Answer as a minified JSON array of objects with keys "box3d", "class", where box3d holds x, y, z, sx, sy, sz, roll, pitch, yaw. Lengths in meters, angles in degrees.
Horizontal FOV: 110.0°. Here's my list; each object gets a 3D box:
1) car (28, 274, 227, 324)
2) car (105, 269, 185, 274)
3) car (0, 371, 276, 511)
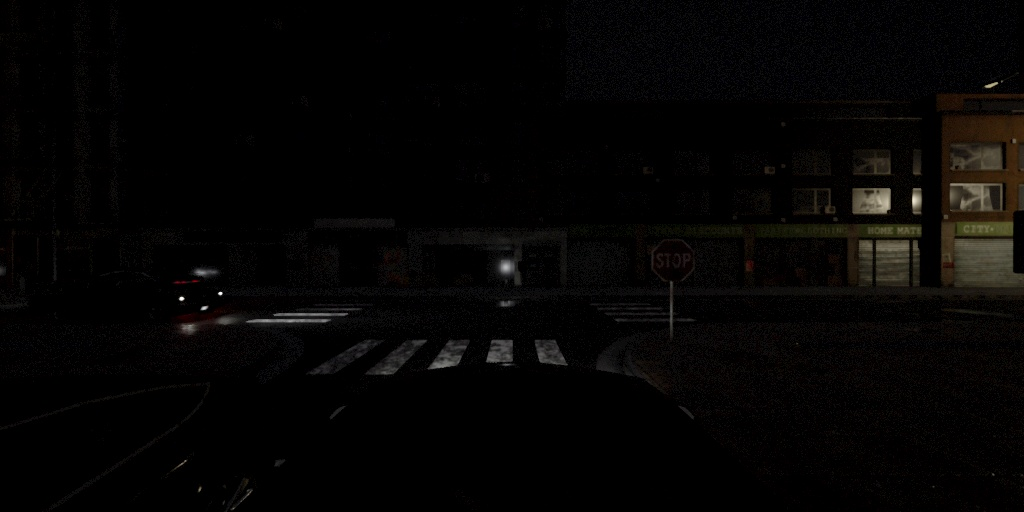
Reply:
[{"box3d":[-12.172,1.380,11.624,4.718,1.301,1.895,0,0,0],"class":"car"},{"box3d":[-15.375,1.271,14.597,4.902,1.511,2.128,0,0,0],"class":"car"},{"box3d":[-2.639,1.316,1.006,1.948,1.339,4.313,0,0,0],"class":"car"}]
